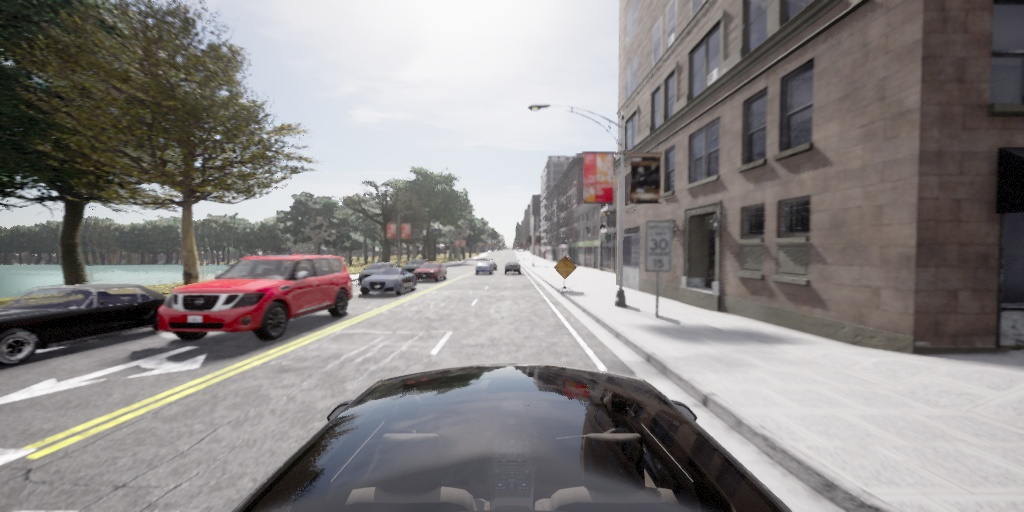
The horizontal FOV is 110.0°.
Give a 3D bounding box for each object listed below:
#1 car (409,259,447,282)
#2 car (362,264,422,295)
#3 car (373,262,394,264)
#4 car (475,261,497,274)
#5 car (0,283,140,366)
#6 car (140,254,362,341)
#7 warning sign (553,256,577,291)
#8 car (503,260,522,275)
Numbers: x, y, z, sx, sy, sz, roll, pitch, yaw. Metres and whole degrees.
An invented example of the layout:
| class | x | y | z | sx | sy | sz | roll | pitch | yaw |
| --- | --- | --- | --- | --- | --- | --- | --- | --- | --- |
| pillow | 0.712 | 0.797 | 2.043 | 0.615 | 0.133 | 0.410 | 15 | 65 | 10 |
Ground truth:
| class | x | y | z | sx | sy | sz | roll | pitch | yaw |
| --- | --- | --- | --- | --- | --- | --- | --- | --- | --- |
| car | -6.597 | 1.240 | 29.513 | 1.882 | 1.535 | 5.008 | 0 | 0 | 0 |
| car | -6.596 | 1.311 | 19.608 | 1.994 | 1.385 | 4.181 | 0 | 0 | 1 |
| car | -9.851 | 1.248 | 27.104 | 1.837 | 1.490 | 4.892 | 0 | 0 | 0 |
| car | -3.163 | 1.338 | 40.977 | 2.033 | 1.411 | 5.357 | 0 | 0 | 0 |
| car | -9.845 | 1.322 | 8.021 | 1.895 | 1.301 | 4.718 | 0 | 0 | 0 |
| car | -6.594 | 0.959 | 10.219 | 2.150 | 2.045 | 5.566 | 0 | 0 | 0 |
| warning sign | 2.846 | 0.907 | 19.460 | 1.300 | 1.860 | 1.060 | 0 | 0 | 0 |
| car | 0.085 | 1.311 | 41.037 | 1.837 | 1.490 | 4.892 | 0 | 0 | 0 |
